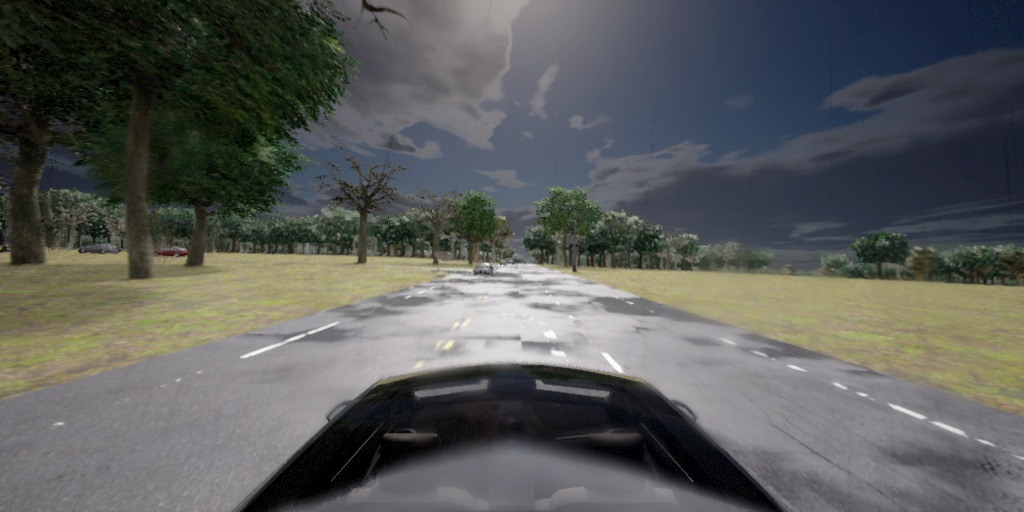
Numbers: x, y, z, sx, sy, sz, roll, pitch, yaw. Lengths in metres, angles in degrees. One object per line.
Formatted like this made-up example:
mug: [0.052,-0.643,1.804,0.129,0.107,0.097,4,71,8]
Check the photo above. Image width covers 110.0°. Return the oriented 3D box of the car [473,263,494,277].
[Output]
car: [-2.924,1.419,38.115,1.994,1.385,4.181,1,1,1]
